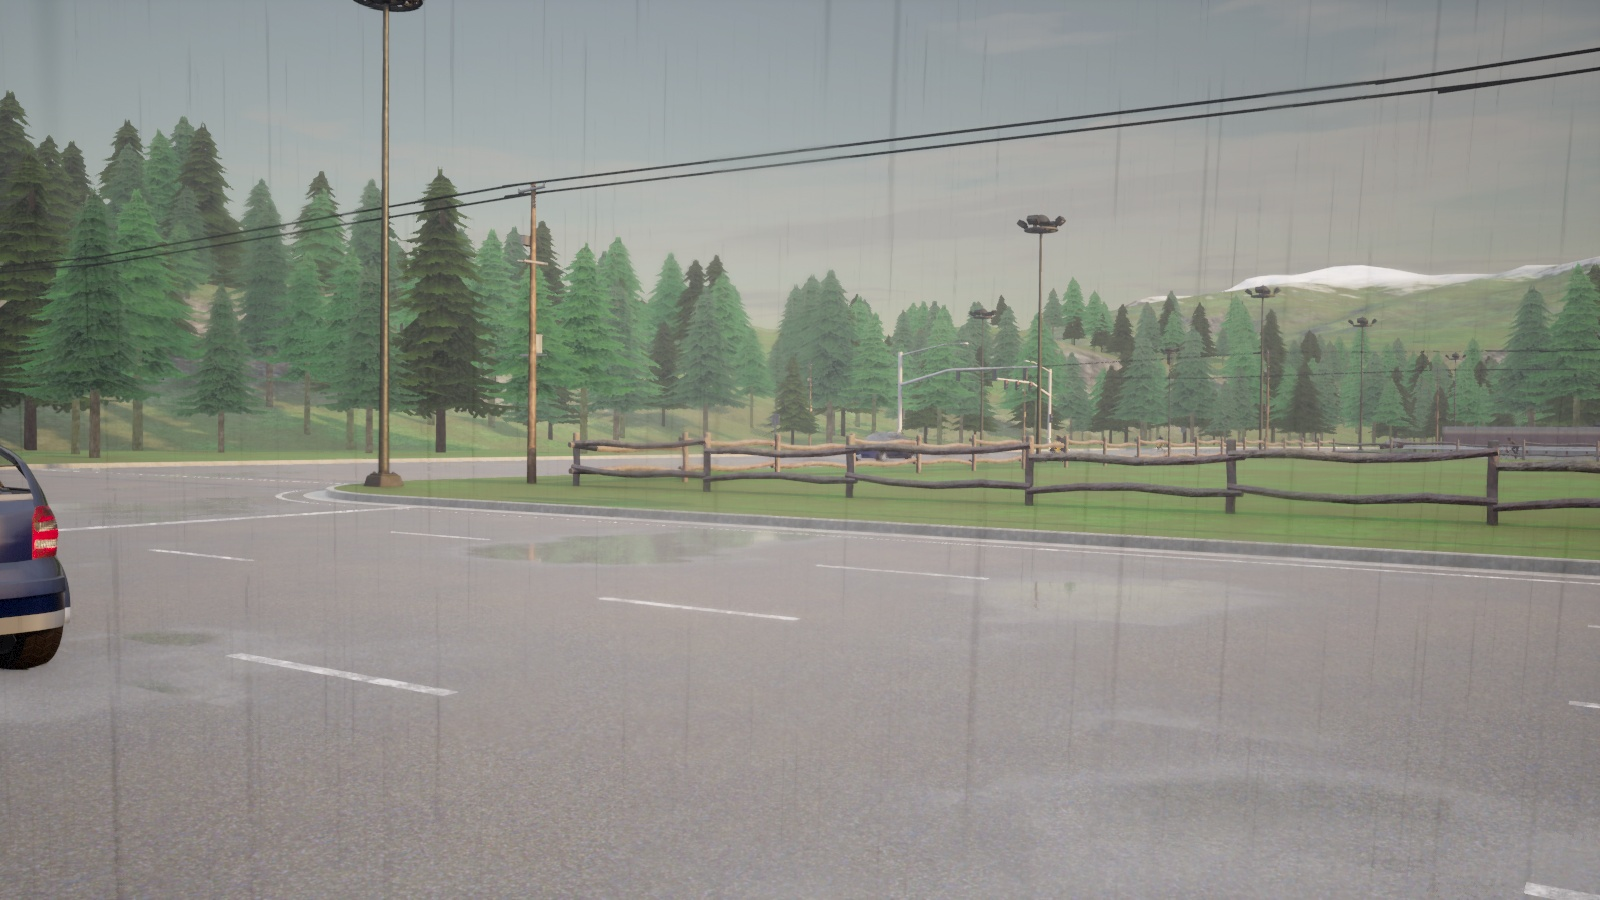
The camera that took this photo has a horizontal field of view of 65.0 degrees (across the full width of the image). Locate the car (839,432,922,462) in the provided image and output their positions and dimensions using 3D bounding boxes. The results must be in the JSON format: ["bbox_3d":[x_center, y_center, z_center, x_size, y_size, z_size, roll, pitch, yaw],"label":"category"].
[{"bbox_3d":[4.239,-0.200,65.393,2.163,1.488,4.792,0,1,34],"label":"car"}]

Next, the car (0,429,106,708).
[{"bbox_3d":[-6.158,0.660,7.713,3.705,1.549,1.789,0,1,34],"label":"car"}]
